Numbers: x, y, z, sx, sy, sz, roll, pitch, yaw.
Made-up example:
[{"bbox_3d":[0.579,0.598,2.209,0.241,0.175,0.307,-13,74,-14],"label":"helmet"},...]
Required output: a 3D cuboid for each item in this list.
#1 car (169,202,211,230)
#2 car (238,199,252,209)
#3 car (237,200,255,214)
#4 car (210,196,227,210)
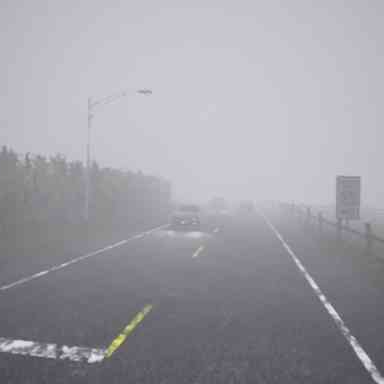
[{"bbox_3d":[-0.130,1.507,21.576,1.837,1.490,4.892,1,0,9],"label":"car"},{"bbox_3d":[7.876,1.783,49.440,1.895,1.301,4.718,1,0,9],"label":"car"},{"bbox_3d":[6.300,1.657,38.725,1.837,1.490,4.892,1,0,9],"label":"car"},{"bbox_3d":[3.509,1.433,43.906,2.097,1.767,4.553,1,0,9],"label":"car"}]
